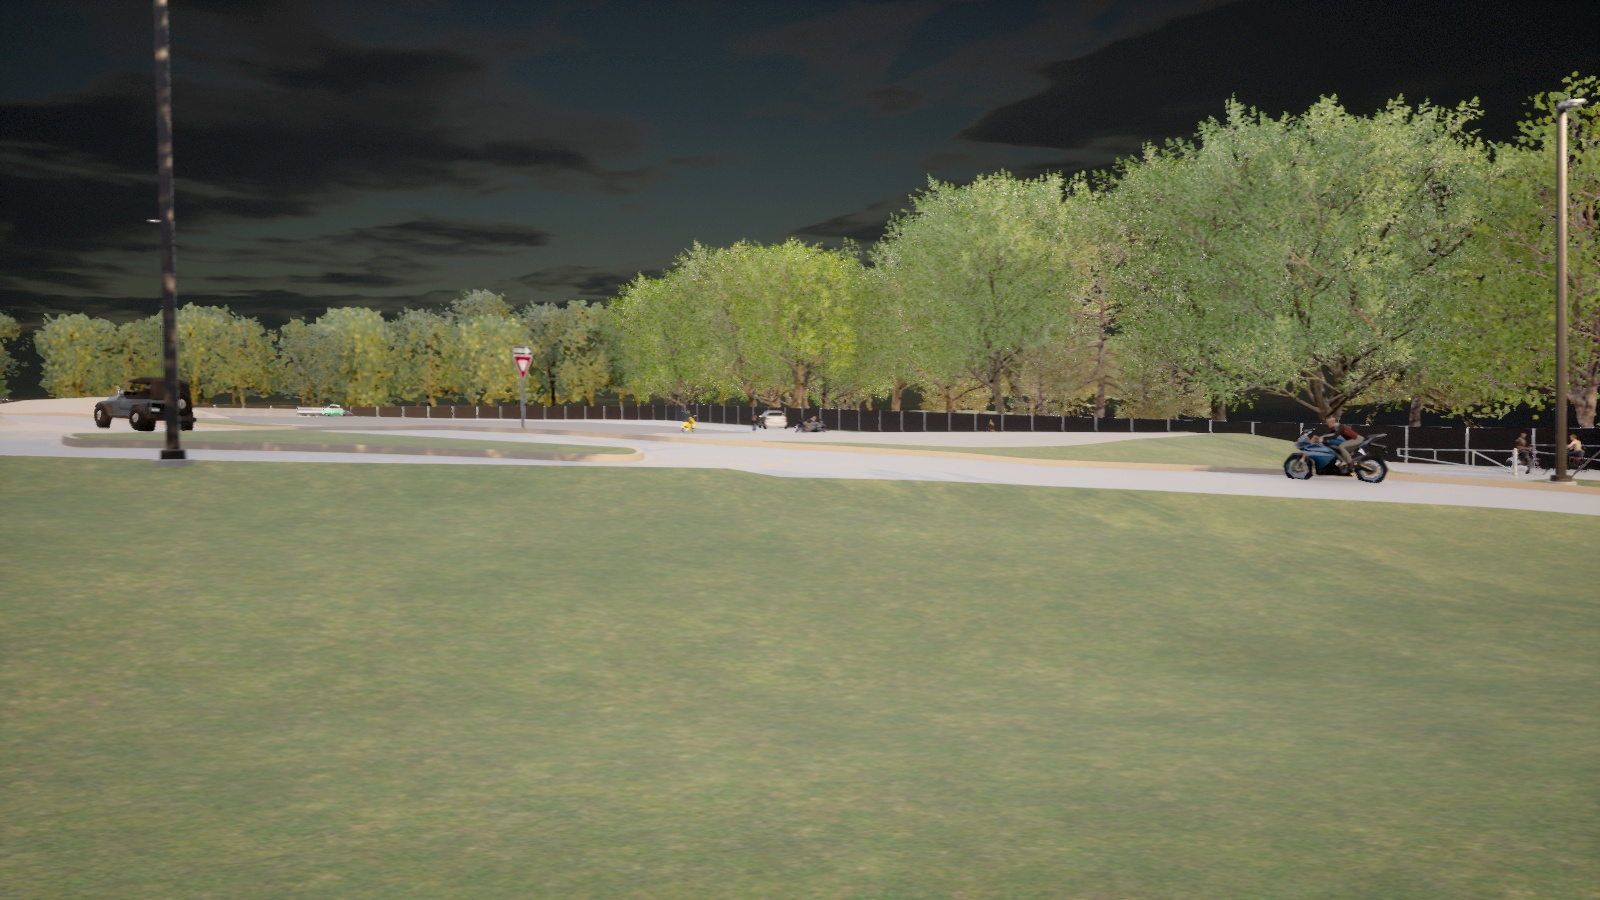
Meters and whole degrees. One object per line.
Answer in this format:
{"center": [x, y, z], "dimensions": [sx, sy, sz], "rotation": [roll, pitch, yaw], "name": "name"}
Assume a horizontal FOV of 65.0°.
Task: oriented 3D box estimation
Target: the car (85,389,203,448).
{"center": [-22.770, -1.094, 43.589], "dimensions": [3.866, 1.878, 1.905], "rotation": [1, -2, 33], "name": "car"}

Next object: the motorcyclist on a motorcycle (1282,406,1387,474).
{"center": [12.399, -0.248, 29.220], "dimensions": [2.191, 1.530, 0.866], "rotation": [1, 2, 21], "name": "motorcyclist on a motorcycle"}

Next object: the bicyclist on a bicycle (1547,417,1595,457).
{"center": [32.537, -0.557, 53.019], "dimensions": [0.866, 1.612, 1.509], "rotation": [-3, 2, -23], "name": "bicyclist on a bicycle"}

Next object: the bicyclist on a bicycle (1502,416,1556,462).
{"center": [29.591, -0.458, 51.026], "dimensions": [0.659, 1.776, 1.843], "rotation": [-3, 2, -22], "name": "bicyclist on a bicycle"}

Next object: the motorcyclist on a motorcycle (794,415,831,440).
{"center": [0.817, -1.476, 82.876], "dimensions": [2.191, 1.530, 0.866], "rotation": [2, 0, -13], "name": "motorcyclist on a motorcycle"}
